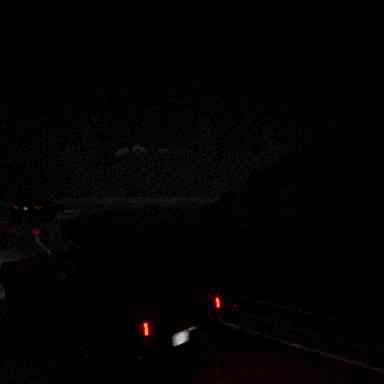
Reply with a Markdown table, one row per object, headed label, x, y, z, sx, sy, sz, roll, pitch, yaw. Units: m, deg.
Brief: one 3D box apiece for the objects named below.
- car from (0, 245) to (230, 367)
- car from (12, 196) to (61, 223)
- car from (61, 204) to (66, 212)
| label | x | y | z | sx | sy | sz | roll | pitch | yaw |
| --- | --- | --- | --- | --- | --- | --- | --- | --- | --- |
| car | -1.737 | 1.629 | 5.899 | 4.718 | 1.301 | 1.895 | 0 | 0 | 44 |
| car | -12.647 | 1.327 | 26.999 | 2.150 | 2.045 | 5.566 | 0 | 0 | -10 |
| car | -16.133 | 1.720 | 38.077 | 1.994 | 1.385 | 4.181 | 0 | 0 | 5 |
